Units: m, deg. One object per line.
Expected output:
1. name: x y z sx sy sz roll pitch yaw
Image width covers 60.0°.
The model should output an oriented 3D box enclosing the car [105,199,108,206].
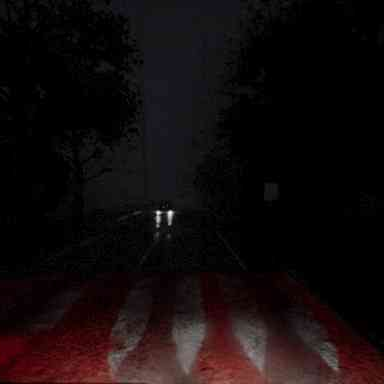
1. car: -23.772 2.751 81.076 5.008 1.535 2.097 0 -2 0

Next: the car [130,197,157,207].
1. car: -10.635 2.167 72.751 5.566 2.045 2.435 0 -2 0

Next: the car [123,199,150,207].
1. car: -10.635 2.122 64.425 4.892 1.521 2.231 0 -2 0

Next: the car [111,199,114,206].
1. car: -23.795 2.972 86.738 4.892 1.521 2.231 0 -2 0

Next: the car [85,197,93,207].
1. car: -23.749 1.975 67.373 5.566 2.045 2.435 0 -2 0

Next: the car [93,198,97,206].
1. car: -23.548 2.325 70.132 5.366 1.575 1.946 0 -2 0

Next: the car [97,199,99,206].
1. car: -23.738 2.434 72.896 4.892 1.521 2.231 0 -2 0

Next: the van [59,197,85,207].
1. van: -23.827 1.905 64.482 4.442 1.987 1.878 0 -2 0

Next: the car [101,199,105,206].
1. car: -23.735 2.523 78.438 4.553 1.767 2.185 0 -2 0

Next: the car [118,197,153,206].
1. car: -10.432 2.034 61.659 5.366 1.575 1.946 0 -2 0

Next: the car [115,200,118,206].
1. car: -23.639 3.182 92.276 5.366 1.575 1.946 0 -2 0

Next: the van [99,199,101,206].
1. van: -23.872 2.315 75.673 4.442 1.987 1.878 0 -2 0

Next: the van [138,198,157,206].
1. van: -10.814 2.515 81.071 4.442 1.987 1.878 0 -2 0

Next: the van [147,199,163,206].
1. van: -10.638 3.054 94.943 4.442 1.987 1.878 0 -2 0

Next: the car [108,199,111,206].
1. car: -23.784 2.863 83.970 5.008 1.535 2.097 0 -2 0

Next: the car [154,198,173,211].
1. car: -3.538 1.708 43.697 1.837 1.490 4.892 0 -1 0

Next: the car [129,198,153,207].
1. car: -10.683 2.188 69.976 4.553 1.767 2.185 0 -2 0
